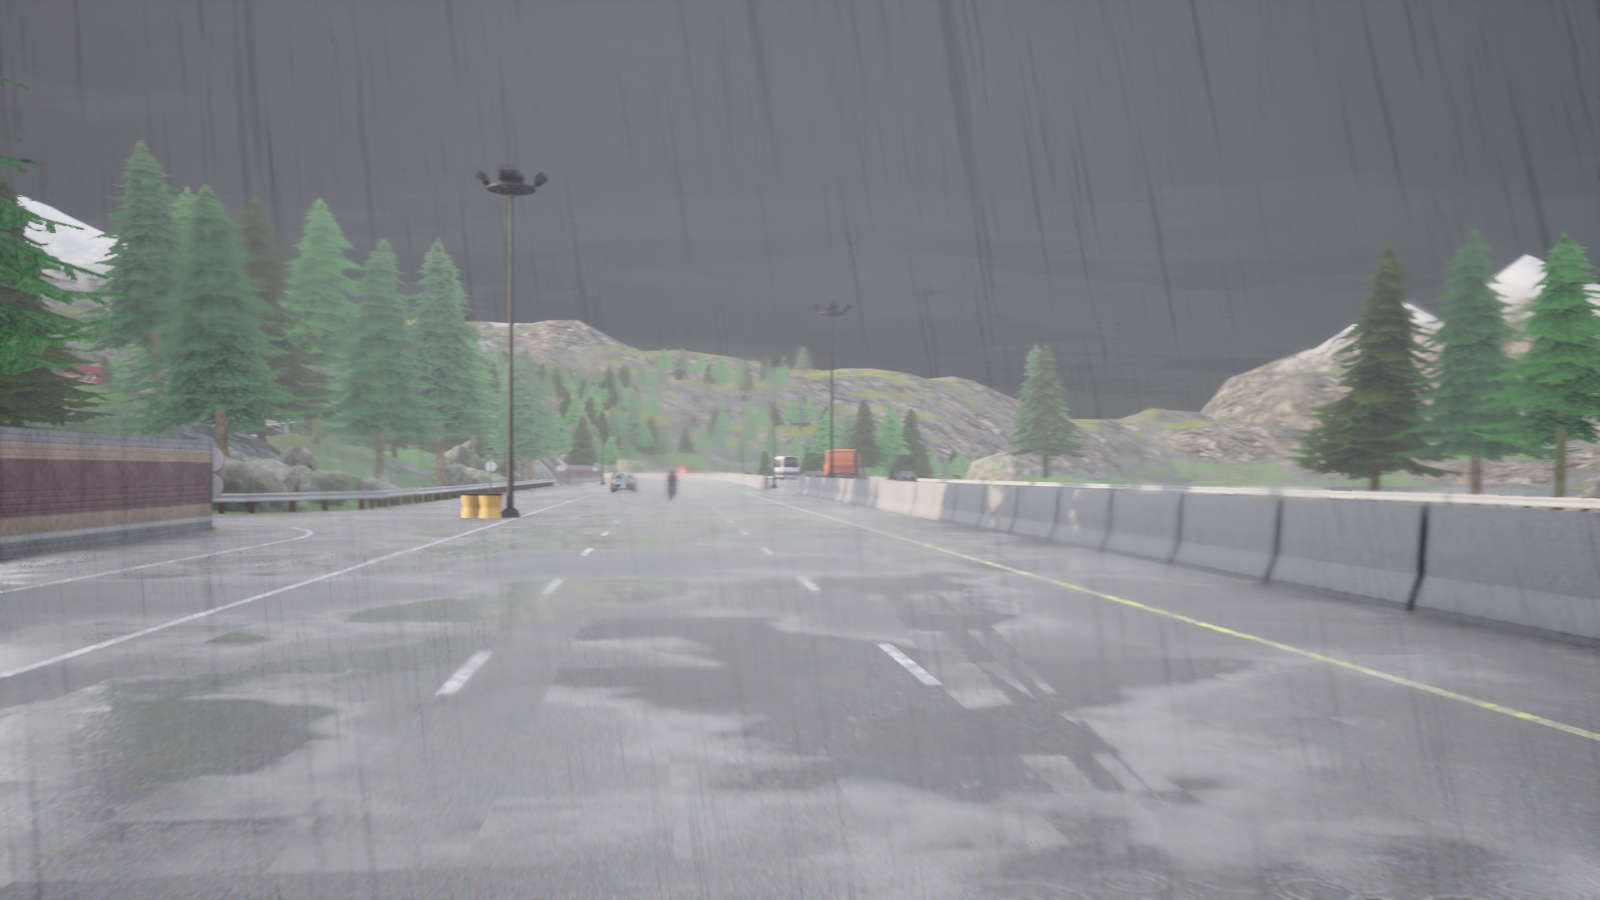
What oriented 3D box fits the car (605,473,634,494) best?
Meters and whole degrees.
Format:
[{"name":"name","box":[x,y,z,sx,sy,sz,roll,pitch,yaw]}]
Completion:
[{"name":"car","box":[-13.270,2.464,92.599,1.970,1.475,3.806,0,-1,-6]}]

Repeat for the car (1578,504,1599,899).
[{"name":"car","box":[3.441,0.841,1.565,1.812,1.442,4.674,0,-1,-4]}]
